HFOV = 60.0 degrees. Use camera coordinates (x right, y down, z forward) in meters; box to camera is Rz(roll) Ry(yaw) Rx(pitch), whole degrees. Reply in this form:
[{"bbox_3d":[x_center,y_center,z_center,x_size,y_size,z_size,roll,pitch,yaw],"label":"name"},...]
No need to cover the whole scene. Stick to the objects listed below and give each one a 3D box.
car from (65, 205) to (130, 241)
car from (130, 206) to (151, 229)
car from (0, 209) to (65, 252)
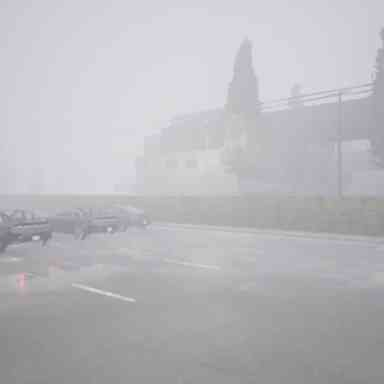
[{"bbox_3d":[-5.740,1.492,16.645,4.902,1.511,2.128,0,0,36],"label":"car"},{"bbox_3d":[-4.519,1.525,20.079,4.674,1.442,1.812,0,0,36],"label":"car"},{"bbox_3d":[-7.764,1.492,13.789,4.902,1.511,2.128,0,0,36],"label":"car"}]
